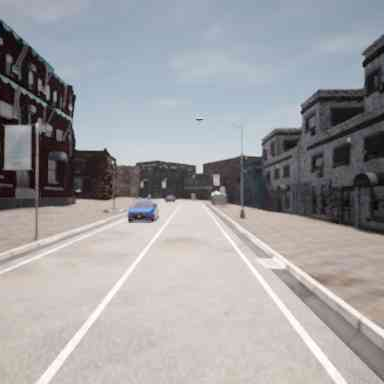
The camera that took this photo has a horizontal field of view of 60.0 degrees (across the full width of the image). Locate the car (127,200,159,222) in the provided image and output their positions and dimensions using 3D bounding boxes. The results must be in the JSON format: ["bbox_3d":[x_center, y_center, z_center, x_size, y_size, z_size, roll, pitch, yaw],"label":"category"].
[{"bbox_3d":[-3.608,1.394,25.279,1.882,1.535,5.008,0,0,0],"label":"car"}]

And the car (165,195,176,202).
[{"bbox_3d":[-4.302,1.327,67.486,1.994,1.385,4.181,0,0,-9],"label":"car"}]
